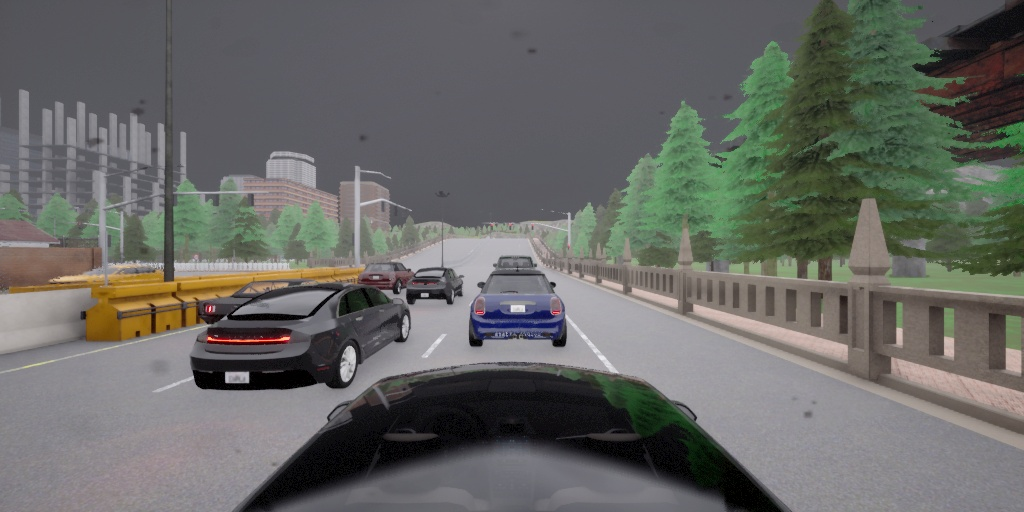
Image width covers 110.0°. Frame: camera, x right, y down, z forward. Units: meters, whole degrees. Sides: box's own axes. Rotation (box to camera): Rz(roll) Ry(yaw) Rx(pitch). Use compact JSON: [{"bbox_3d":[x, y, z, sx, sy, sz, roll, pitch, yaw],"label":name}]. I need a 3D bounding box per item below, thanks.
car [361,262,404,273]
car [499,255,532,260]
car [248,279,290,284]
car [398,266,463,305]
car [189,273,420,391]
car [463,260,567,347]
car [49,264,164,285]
[{"bbox_3d":[-6.873,1.102,20.165,2.097,1.767,4.553,0,0,-1],"label":"car"},{"bbox_3d":[0.169,0.972,18.982,2.150,2.045,5.566,0,0,0],"label":"car"},{"bbox_3d":[-6.860,1.351,11.172,1.895,1.301,4.718,0,0,0],"label":"car"},{"bbox_3d":[-3.342,1.255,16.175,1.837,1.490,4.892,0,0,0],"label":"car"},{"bbox_3d":[-3.381,1.255,6.854,1.837,1.490,4.892,0,0,0],"label":"car"},{"bbox_3d":[0.129,1.102,9.492,2.097,1.767,4.553,0,0,0],"label":"car"},{"bbox_3d":[-20.961,1.227,19.034,1.882,1.535,5.008,0,0,1],"label":"car"}]
